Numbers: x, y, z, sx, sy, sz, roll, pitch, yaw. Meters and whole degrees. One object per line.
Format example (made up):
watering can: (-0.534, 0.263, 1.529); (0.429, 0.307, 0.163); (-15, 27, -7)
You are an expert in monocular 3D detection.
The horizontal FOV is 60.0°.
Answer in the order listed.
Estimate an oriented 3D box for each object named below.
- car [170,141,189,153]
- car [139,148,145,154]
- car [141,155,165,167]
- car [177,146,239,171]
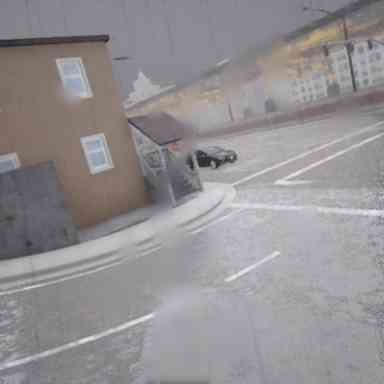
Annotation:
car: (-2.161, -7.169, 52.968); (2.097, 1.767, 4.553); (-21, 12, -32)
car: (-11.290, -7.402, 66.294); (2.150, 2.045, 5.566); (-21, 12, -32)
car: (-4.321, -2.591, 32.197); (1.882, 1.535, 5.008); (-21, 12, -32)
car: (1.222, -2.499, 24.082); (1.837, 1.490, 4.892); (-21, 12, -32)
